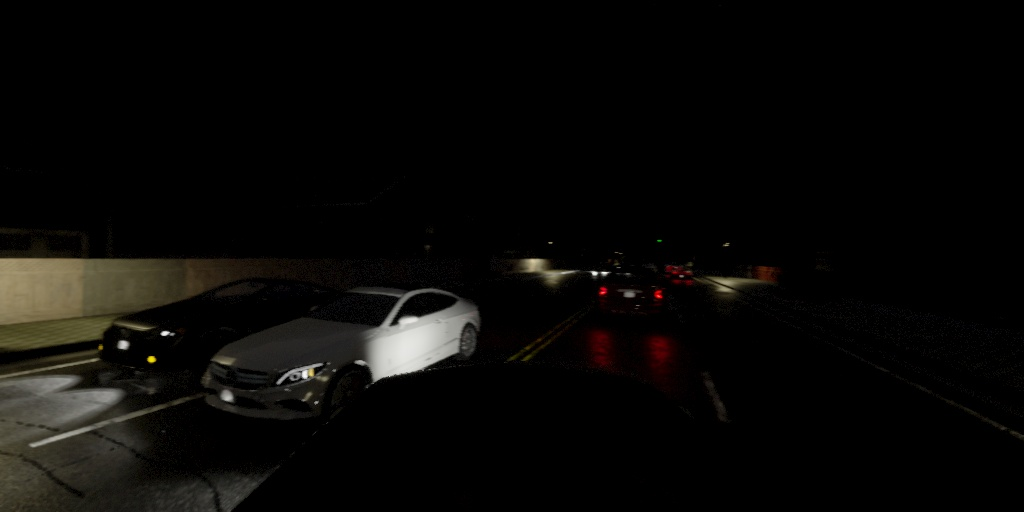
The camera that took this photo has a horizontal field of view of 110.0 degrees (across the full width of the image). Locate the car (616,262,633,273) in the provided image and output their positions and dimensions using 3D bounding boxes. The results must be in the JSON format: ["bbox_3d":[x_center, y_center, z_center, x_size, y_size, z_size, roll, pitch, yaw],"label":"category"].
[{"bbox_3d":[16.445,1.592,52.300,1.837,1.490,4.892,2,0,22],"label":"car"}]

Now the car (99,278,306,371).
[{"bbox_3d":[-5.081,1.156,7.216,1.994,1.385,4.181,2,0,22],"label":"car"}]

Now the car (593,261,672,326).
[{"bbox_3d":[4.283,1.192,12.624,2.097,1.767,4.553,2,0,22],"label":"car"}]

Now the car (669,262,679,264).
[{"bbox_3d":[22.458,1.611,49.779,2.097,1.767,4.553,2,0,22],"label":"car"}]

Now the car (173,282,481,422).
[{"bbox_3d":[-2.105,1.205,5.905,1.812,1.442,4.674,2,0,22],"label":"car"}]

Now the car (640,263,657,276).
[{"bbox_3d":[17.297,1.652,45.340,1.812,1.442,4.674,2,0,22],"label":"car"}]

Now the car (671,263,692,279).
[{"bbox_3d":[18.109,1.766,38.596,1.895,1.301,4.718,2,0,22],"label":"car"}]
